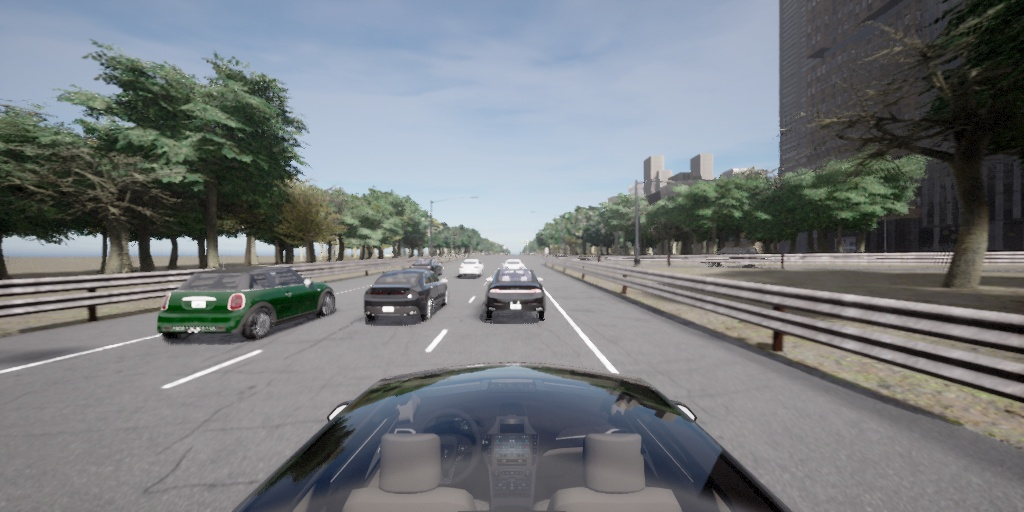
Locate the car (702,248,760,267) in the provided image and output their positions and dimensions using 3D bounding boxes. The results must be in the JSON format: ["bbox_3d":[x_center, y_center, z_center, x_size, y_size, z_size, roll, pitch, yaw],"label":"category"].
[{"bbox_3d":[23.867,0.184,39.262,2.150,2.045,5.566,0,0,-36],"label":"car"}]

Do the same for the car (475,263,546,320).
[{"bbox_3d":[0.102,1.179,12.442,2.128,1.511,4.902,0,1,0],"label":"car"}]

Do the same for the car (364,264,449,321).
[{"bbox_3d":[-3.398,1.194,12.260,1.837,1.490,4.892,0,1,0],"label":"car"}]

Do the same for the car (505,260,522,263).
[{"bbox_3d":[0.119,1.020,30.349,1.812,1.442,4.674,0,1,0],"label":"car"}]

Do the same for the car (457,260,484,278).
[{"bbox_3d":[-3.396,1.020,30.326,1.812,1.442,4.674,0,1,0],"label":"car"}]

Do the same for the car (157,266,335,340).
[{"bbox_3d":[-6.897,1.064,10.016,2.097,1.767,4.553,0,1,0],"label":"car"}]

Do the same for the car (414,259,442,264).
[{"bbox_3d":[-6.894,0.998,29.193,2.128,1.511,4.902,0,1,0],"label":"car"}]
